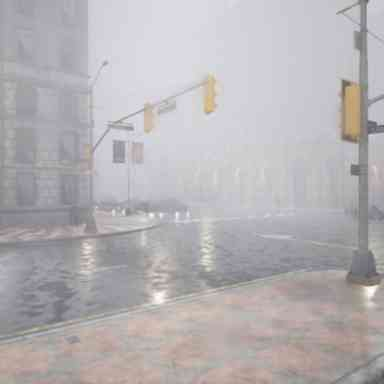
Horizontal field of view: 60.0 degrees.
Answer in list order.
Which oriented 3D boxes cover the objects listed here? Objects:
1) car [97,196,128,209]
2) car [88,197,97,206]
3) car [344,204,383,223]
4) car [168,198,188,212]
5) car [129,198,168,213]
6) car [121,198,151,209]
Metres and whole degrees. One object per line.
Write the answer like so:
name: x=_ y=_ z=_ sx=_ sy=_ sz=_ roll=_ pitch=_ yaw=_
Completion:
car: x=-10.893 y=1.607 z=45.383 sx=1.895 sy=1.301 sz=4.718 roll=0 pitch=0 yaw=-35
car: x=-16.914 y=1.554 z=53.917 sx=2.033 sy=1.411 sz=5.357 roll=0 pitch=0 yaw=-35
car: x=13.963 y=1.611 z=25.644 sx=1.895 sy=1.301 sz=4.718 roll=0 pitch=0 yaw=-11
car: x=-2.382 y=1.513 z=39.536 sx=1.837 sy=1.490 sz=4.892 roll=0 pitch=0 yaw=-36
car: x=-4.939 y=1.571 z=37.099 sx=1.994 sy=1.385 sz=4.181 roll=0 pitch=0 yaw=-36
car: x=-8.080 y=1.555 z=47.472 sx=2.033 sy=1.411 sz=5.357 roll=0 pitch=0 yaw=-35
